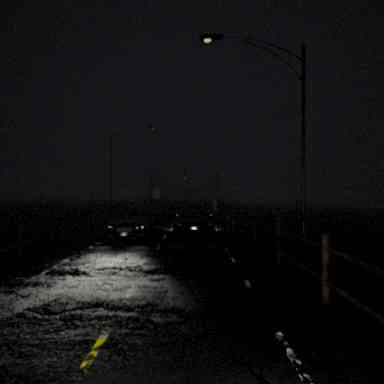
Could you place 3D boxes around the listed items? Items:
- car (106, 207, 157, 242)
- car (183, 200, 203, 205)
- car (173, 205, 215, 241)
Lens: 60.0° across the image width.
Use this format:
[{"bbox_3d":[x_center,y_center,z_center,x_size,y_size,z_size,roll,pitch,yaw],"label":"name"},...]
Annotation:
[{"bbox_3d":[-2.854,1.505,16.388,2.128,1.511,4.902,0,0,0],"label":"car"},{"bbox_3d":[0.087,1.509,33.095,1.882,1.535,5.008,0,0,0],"label":"car"},{"bbox_3d":[0.094,1.578,16.765,1.994,1.385,4.181,0,0,0],"label":"car"}]
